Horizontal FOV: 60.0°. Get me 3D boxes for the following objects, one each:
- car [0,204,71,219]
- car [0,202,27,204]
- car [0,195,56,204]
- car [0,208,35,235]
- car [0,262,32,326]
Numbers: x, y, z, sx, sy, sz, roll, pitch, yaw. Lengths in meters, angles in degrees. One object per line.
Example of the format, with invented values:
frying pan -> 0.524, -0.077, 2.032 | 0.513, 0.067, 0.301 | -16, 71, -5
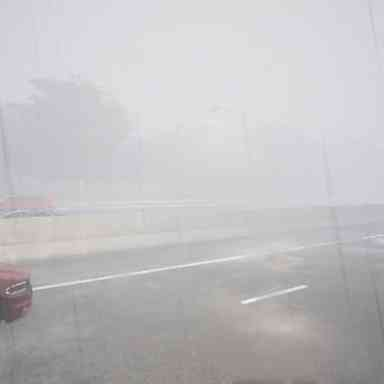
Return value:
car -> -8.097, 1.494, 15.408 | 4.902, 1.511, 2.128 | 0, 0, -35
car -> -13.345, 1.547, 20.268 | 5.357, 1.411, 2.033 | 0, 0, -35
car -> -13.048, 1.222, 24.771 | 5.566, 2.045, 2.150 | 0, 0, -35
car -> -11.043, 1.601, 17.609 | 4.718, 1.301, 1.895 | 0, 0, -35
car -> -4.979, 1.477, 4.619 | 5.008, 1.535, 1.882 | 0, 0, -35
